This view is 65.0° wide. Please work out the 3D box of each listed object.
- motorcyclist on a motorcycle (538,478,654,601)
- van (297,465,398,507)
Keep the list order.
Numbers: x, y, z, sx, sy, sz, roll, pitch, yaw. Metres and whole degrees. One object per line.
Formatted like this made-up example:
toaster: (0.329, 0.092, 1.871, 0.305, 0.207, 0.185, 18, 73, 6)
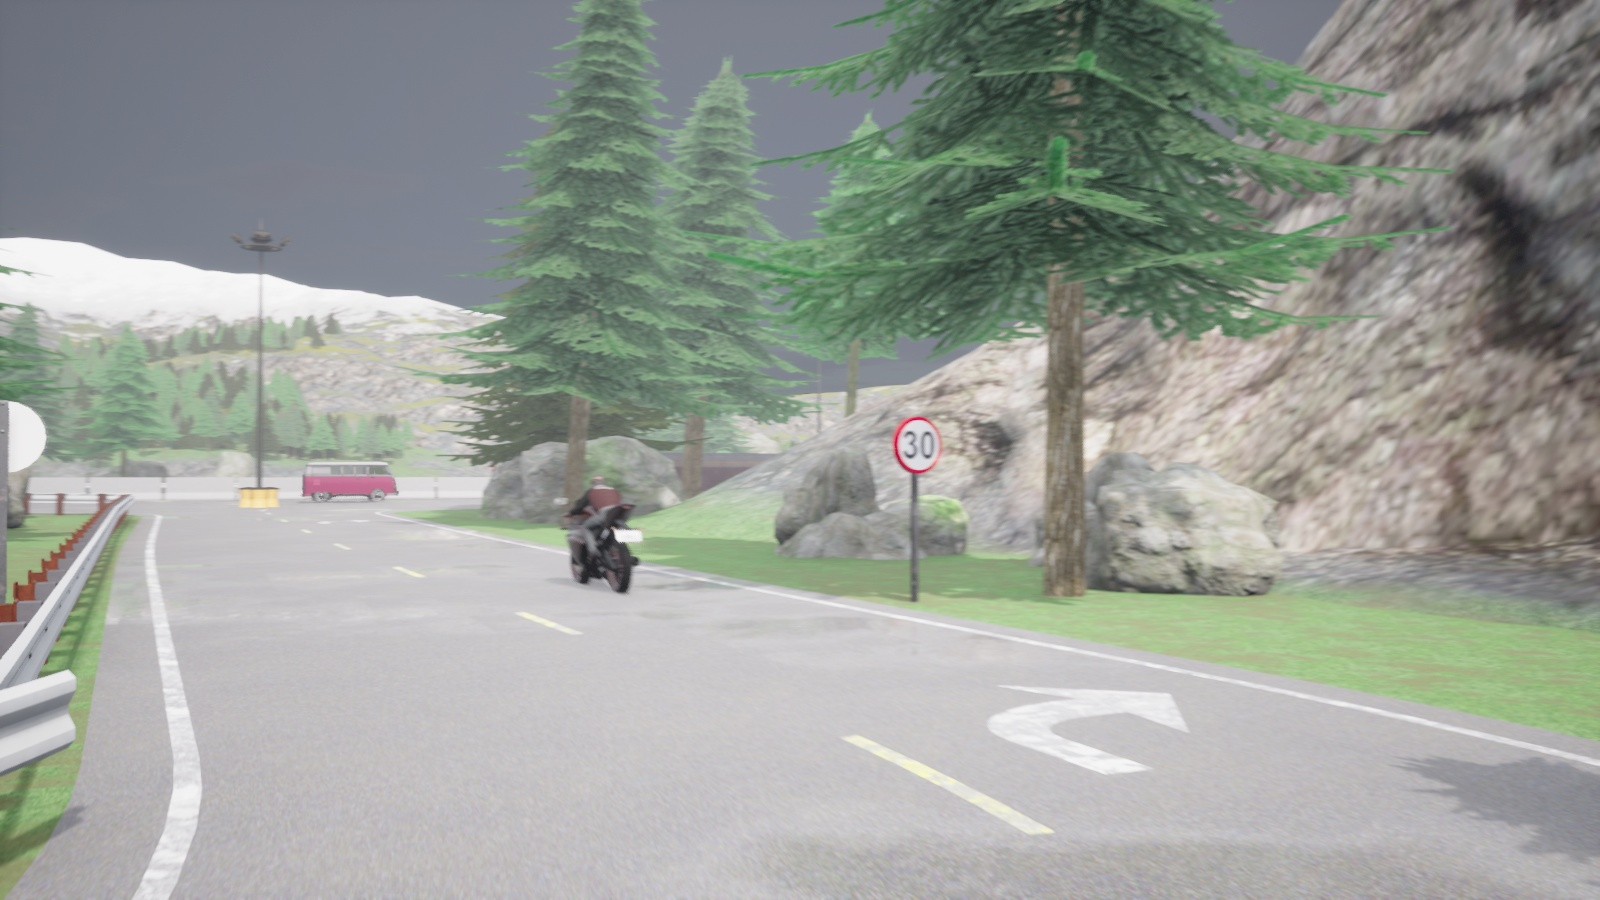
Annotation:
motorcyclist on a motorcycle: (-2.781, 1.152, 16.915, 0.866, 1.530, 2.191, 0, -1, -28)
van: (-21.965, 1.740, 60.992, 4.442, 1.987, 1.775, 0, -1, -26)
